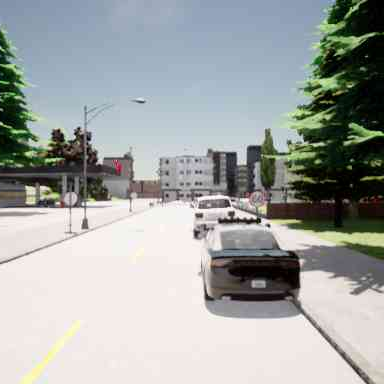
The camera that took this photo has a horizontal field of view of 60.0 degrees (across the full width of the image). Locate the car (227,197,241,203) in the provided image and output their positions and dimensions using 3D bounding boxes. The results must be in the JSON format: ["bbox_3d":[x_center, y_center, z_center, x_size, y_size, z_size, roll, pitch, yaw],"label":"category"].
[{"bbox_3d":[11.086,2.047,87.268,2.038,1.542,4.974,0,0,30],"label":"car"}]

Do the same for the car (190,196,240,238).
[{"bbox_3d":[1.128,1.253,18.495,2.150,2.045,5.566,-3,0,0],"label":"car"}]

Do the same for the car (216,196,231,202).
[{"bbox_3d":[8.289,1.804,87.612,3.633,1.501,1.845,0,0,11],"label":"car"}]

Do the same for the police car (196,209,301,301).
[{"bbox_3d":[1.199,1.463,8.574,1.930,1.638,5.238,0,0,0],"label":"police car"}]

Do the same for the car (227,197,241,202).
[{"bbox_3d":[11.060,1.889,87.224,1.853,1.218,4.536,0,0,30],"label":"car"}]

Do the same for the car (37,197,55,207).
[{"bbox_3d":[-23.947,1.646,54.643,1.845,1.501,3.633,0,0,0],"label":"car"}]

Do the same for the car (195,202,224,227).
[{"bbox_3d":[1.178,1.562,24.654,1.801,1.575,5.366,0,0,0],"label":"car"}]
